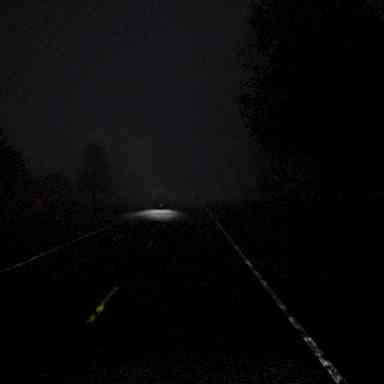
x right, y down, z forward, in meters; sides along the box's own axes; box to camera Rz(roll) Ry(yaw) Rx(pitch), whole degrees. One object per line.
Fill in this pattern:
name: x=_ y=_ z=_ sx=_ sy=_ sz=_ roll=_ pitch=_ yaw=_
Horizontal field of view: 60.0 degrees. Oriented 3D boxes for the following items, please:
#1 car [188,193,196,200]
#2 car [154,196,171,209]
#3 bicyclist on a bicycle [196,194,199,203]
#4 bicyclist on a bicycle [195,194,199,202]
car: x=0.006 y=1.150 z=78.647 sx=2.033 sy=1.411 sz=5.357 roll=0 pitch=0 yaw=0
car: x=-3.585 y=1.316 z=41.229 sx=2.128 sy=1.511 sz=4.902 roll=0 pitch=0 yaw=0
bicyclist on a bicycle: x=0.967 y=1.210 z=55.993 sx=0.582 sy=1.620 sz=1.656 roll=0 pitch=0 yaw=0
bicyclist on a bicycle: x=0.968 y=1.168 z=65.039 sx=0.582 sy=1.620 sz=1.656 roll=0 pitch=0 yaw=0
